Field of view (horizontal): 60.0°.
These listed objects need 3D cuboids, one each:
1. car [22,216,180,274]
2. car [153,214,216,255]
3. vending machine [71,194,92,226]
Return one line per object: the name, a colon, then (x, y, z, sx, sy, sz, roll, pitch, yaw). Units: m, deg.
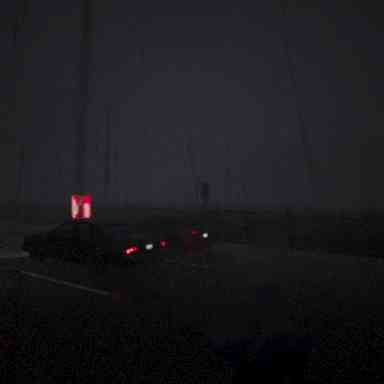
car: (-3.209, 1.549, 10.545, 5.357, 1.411, 2.033, 0, 0, 35)
car: (-1.139, 1.562, 13.353, 4.181, 1.385, 1.994, 0, 0, 35)
vending machine: (-7.552, 1.199, 22.763, 0.880, 2.100, 1.100, 0, 0, 35)
